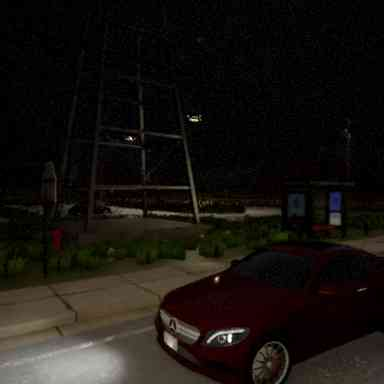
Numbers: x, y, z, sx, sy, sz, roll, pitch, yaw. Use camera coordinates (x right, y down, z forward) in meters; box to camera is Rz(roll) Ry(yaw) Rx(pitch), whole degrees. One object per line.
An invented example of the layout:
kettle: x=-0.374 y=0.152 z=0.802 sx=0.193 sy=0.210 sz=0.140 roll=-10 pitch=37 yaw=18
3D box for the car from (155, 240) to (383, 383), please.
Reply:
car: x=1.698 y=1.555 z=5.282 sx=4.674 sy=1.442 sz=1.812 roll=0 pitch=0 yaw=-33

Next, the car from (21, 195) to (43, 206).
car: x=-23.224 y=1.380 z=50.282 sx=4.605 sy=1.855 sz=1.932 roll=0 pitch=0 yaw=-36

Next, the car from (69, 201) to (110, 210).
car: x=-9.810 y=1.593 z=32.242 sx=3.905 sy=1.438 sz=1.784 roll=0 pitch=0 yaw=-36
